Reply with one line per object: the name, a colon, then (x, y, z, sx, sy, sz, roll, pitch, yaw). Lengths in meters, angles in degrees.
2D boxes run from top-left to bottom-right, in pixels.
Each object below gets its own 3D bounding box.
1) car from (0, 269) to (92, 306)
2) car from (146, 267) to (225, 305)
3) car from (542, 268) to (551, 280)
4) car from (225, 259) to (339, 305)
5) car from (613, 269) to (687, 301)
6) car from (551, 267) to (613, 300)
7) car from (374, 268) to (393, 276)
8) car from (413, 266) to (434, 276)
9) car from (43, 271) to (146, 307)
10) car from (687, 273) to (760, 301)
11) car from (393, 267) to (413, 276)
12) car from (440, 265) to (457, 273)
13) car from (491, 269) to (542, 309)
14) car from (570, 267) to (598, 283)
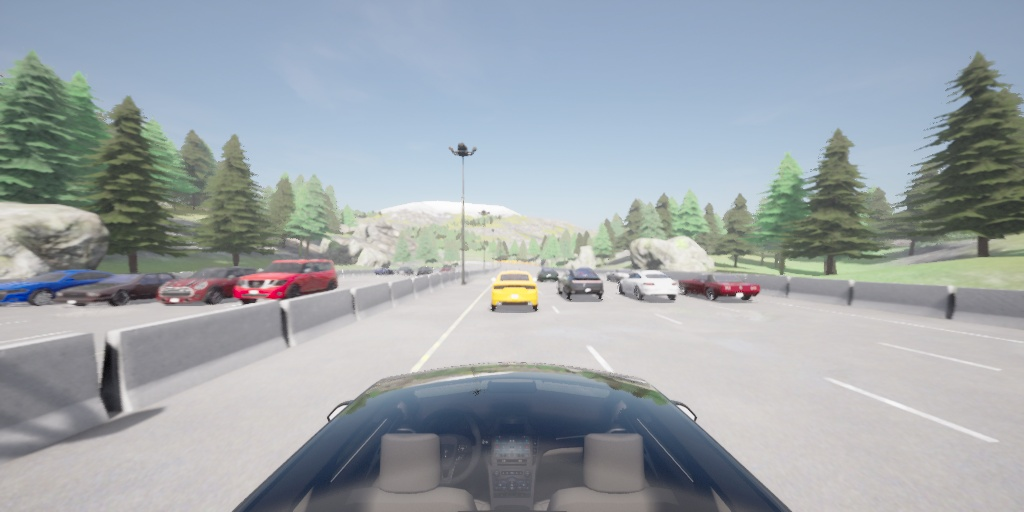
car: (-21.094, 1.417, 17.036, 1.882, 1.535, 5.008, 0, -1, 0)
car: (-14.094, 1.294, 17.225, 2.097, 1.767, 4.553, 0, -1, 0)
car: (3.611, 1.885, 36.589, 1.994, 1.385, 4.181, 0, -1, 0)
car: (-10.594, 1.169, 17.489, 2.150, 2.045, 5.566, 0, -1, 0)
car: (7.103, 1.499, 19.037, 1.812, 1.442, 4.674, 0, -1, 0)
car: (3.605, 1.471, 19.452, 2.128, 1.511, 4.902, 0, -1, 0)
car: (-21.005, 2.540, 58.982, 1.895, 1.301, 4.718, 0, -2, 1)
car: (-14.025, 2.425, 58.363, 1.837, 1.490, 4.892, 0, -2, 1)
car: (-17.595, 1.486, 16.997, 2.033, 1.411, 5.357, 0, -1, 0)
car: (10.605, 1.573, 18.917, 1.895, 1.301, 4.718, 0, -1, 0)
car: (-17.512, 2.469, 59.109, 1.812, 1.442, 4.674, 0, -2, 1)
car: (-10.517, 2.307, 59.458, 2.097, 1.767, 4.553, 0, -2, 1)
car: (0.103, 1.401, 15.906, 1.882, 1.535, 5.008, 0, -1, 0)
car: (7.110, 1.830, 35.860, 1.812, 1.442, 4.674, 0, -1, 0)
